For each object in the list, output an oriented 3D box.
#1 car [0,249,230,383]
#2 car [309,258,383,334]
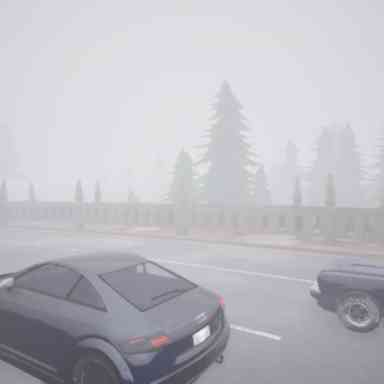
[{"bbox_3d":[-1.576,1.551,4.766,4.181,1.385,1.994,0,0,33],"label":"car"},{"bbox_3d":[4.362,1.572,5.052,4.718,1.301,1.895,0,0,35],"label":"car"}]
